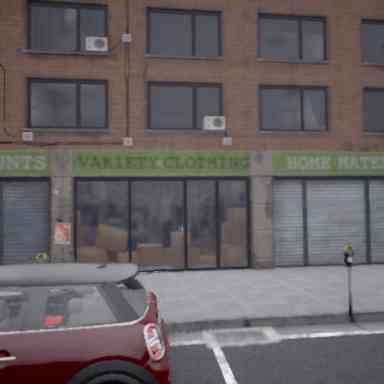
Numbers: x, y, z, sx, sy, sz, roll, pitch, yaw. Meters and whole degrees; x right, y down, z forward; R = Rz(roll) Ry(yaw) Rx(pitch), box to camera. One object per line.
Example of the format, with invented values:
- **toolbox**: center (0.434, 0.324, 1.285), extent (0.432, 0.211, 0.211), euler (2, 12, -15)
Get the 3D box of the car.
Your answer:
- **car**: center (-2.315, 1.597, 3.808), extent (4.097, 1.590, 1.967), euler (0, -2, -6)
